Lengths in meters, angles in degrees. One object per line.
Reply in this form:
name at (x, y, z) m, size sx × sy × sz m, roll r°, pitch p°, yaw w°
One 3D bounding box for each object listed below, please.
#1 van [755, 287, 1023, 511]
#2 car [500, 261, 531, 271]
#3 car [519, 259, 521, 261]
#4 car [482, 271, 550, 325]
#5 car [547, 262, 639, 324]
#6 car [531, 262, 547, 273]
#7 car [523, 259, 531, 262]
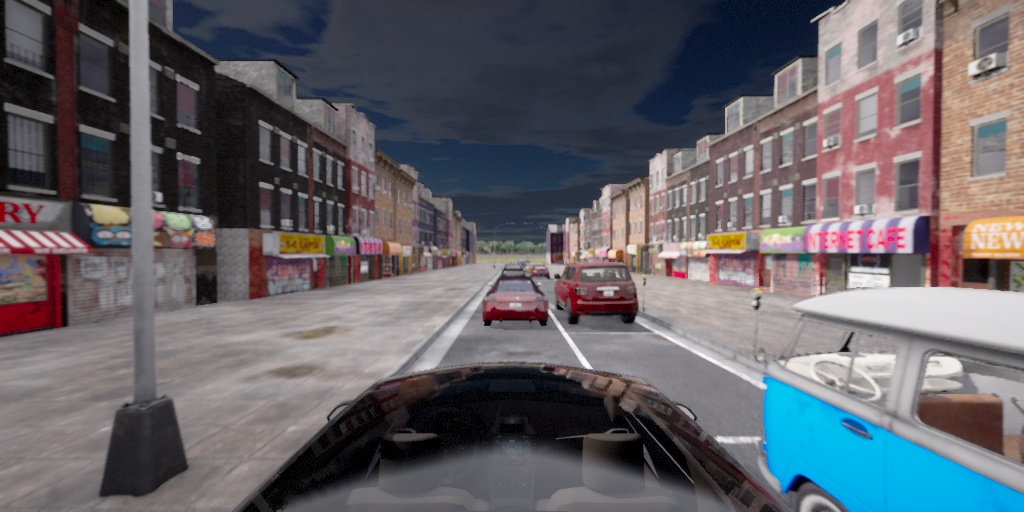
van at (2.636, 1.088, 1.026) m, size 1.690 × 1.789 × 3.998 m, roll 0°, pitch 0°, yaw 0°
car at (0.102, 1.359, 28.412) m, size 2.128 × 1.511 × 4.902 m, roll 0°, pitch 0°, yaw 0°
car at (2.641, 1.584, 61.882) m, size 1.948 × 1.339 × 4.313 m, roll 0°, pitch 0°, yaw 0°
car at (0.101, 1.359, 12.064) m, size 1.994 × 1.385 × 4.181 m, roll 0°, pitch 0°, yaw 0°
car at (2.637, 1.110, 12.091) m, size 2.192 × 1.841 × 5.009 m, roll 0°, pitch 0°, yaw 0°
car at (2.639, 1.475, 34.220) m, size 1.802 × 1.307 × 4.207 m, roll 0°, pitch 0°, yaw 0°
car at (2.640, 1.467, 45.455) m, size 1.751 × 1.417 × 4.829 m, roll 0°, pitch 0°, yaw 0°
